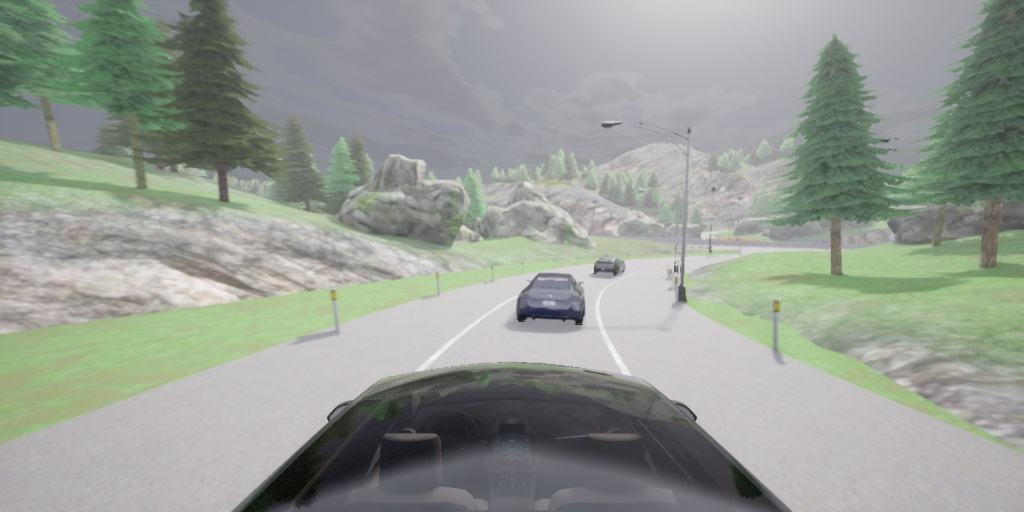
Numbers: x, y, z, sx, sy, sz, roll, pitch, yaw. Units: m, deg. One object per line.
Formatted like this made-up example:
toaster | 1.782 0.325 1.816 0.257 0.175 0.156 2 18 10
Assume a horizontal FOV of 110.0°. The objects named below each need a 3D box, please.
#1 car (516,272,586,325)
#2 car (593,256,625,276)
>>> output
car | 1.386 1.229 11.757 1.994 1.385 4.181 1 1 11
car | 8.087 0.746 29.581 2.128 1.511 4.902 3 3 27
